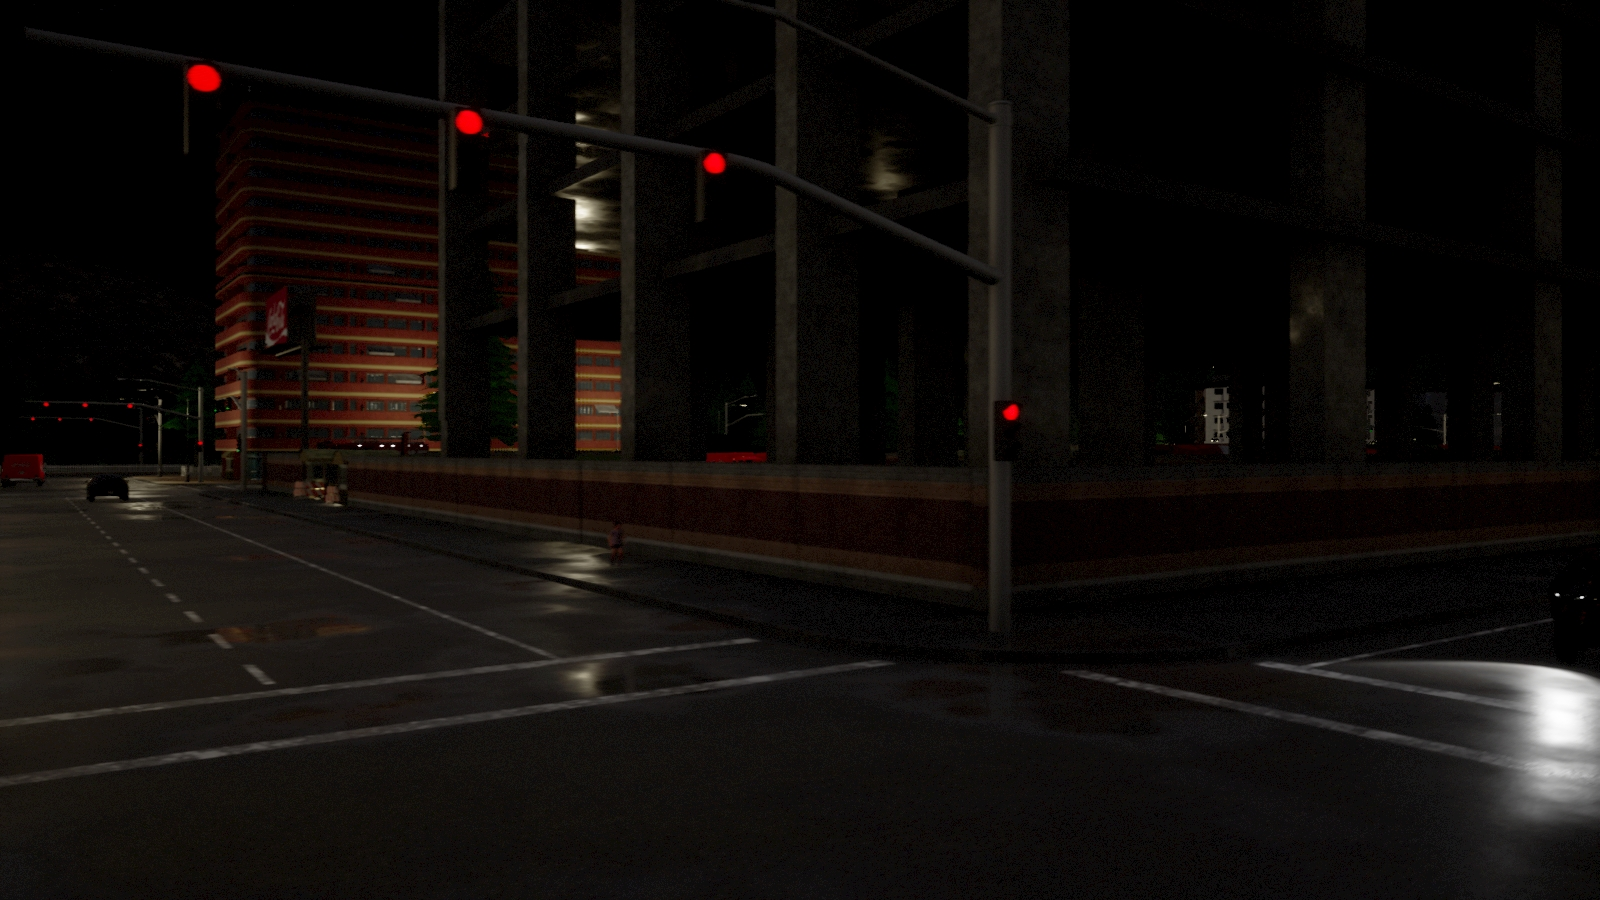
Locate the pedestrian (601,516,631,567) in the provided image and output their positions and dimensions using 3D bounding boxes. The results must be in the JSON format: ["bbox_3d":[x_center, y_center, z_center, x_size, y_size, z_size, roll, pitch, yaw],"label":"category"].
[{"bbox_3d":[-4.195,2.080,26.024,0.500,1.100,0.500,0,0,-34],"label":"pedestrian"}]
